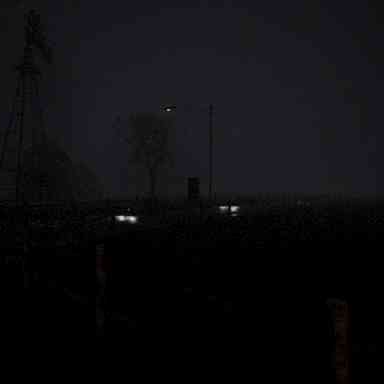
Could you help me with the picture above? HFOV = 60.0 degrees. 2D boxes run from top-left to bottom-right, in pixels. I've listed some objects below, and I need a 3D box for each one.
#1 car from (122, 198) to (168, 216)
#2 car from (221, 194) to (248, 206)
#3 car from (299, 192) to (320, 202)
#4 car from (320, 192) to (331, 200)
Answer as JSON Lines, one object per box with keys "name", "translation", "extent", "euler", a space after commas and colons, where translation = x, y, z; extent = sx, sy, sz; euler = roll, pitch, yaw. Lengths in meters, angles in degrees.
{"name": "car", "translation": [-3.966, 1.218, 28.426], "extent": [1.994, 1.385, 4.181], "euler": [1, 2, 35]}
{"name": "car", "translation": [5.474, 0.966, 41.721], "extent": [1.812, 1.442, 4.674], "euler": [1, 1, 35]}
{"name": "car", "translation": [18.959, 0.800, 54.360], "extent": [1.812, 1.442, 4.674], "euler": [1, 2, 35]}
{"name": "car", "translation": [24.757, 0.710, 62.544], "extent": [1.994, 1.385, 4.181], "euler": [1, 1, 36]}
